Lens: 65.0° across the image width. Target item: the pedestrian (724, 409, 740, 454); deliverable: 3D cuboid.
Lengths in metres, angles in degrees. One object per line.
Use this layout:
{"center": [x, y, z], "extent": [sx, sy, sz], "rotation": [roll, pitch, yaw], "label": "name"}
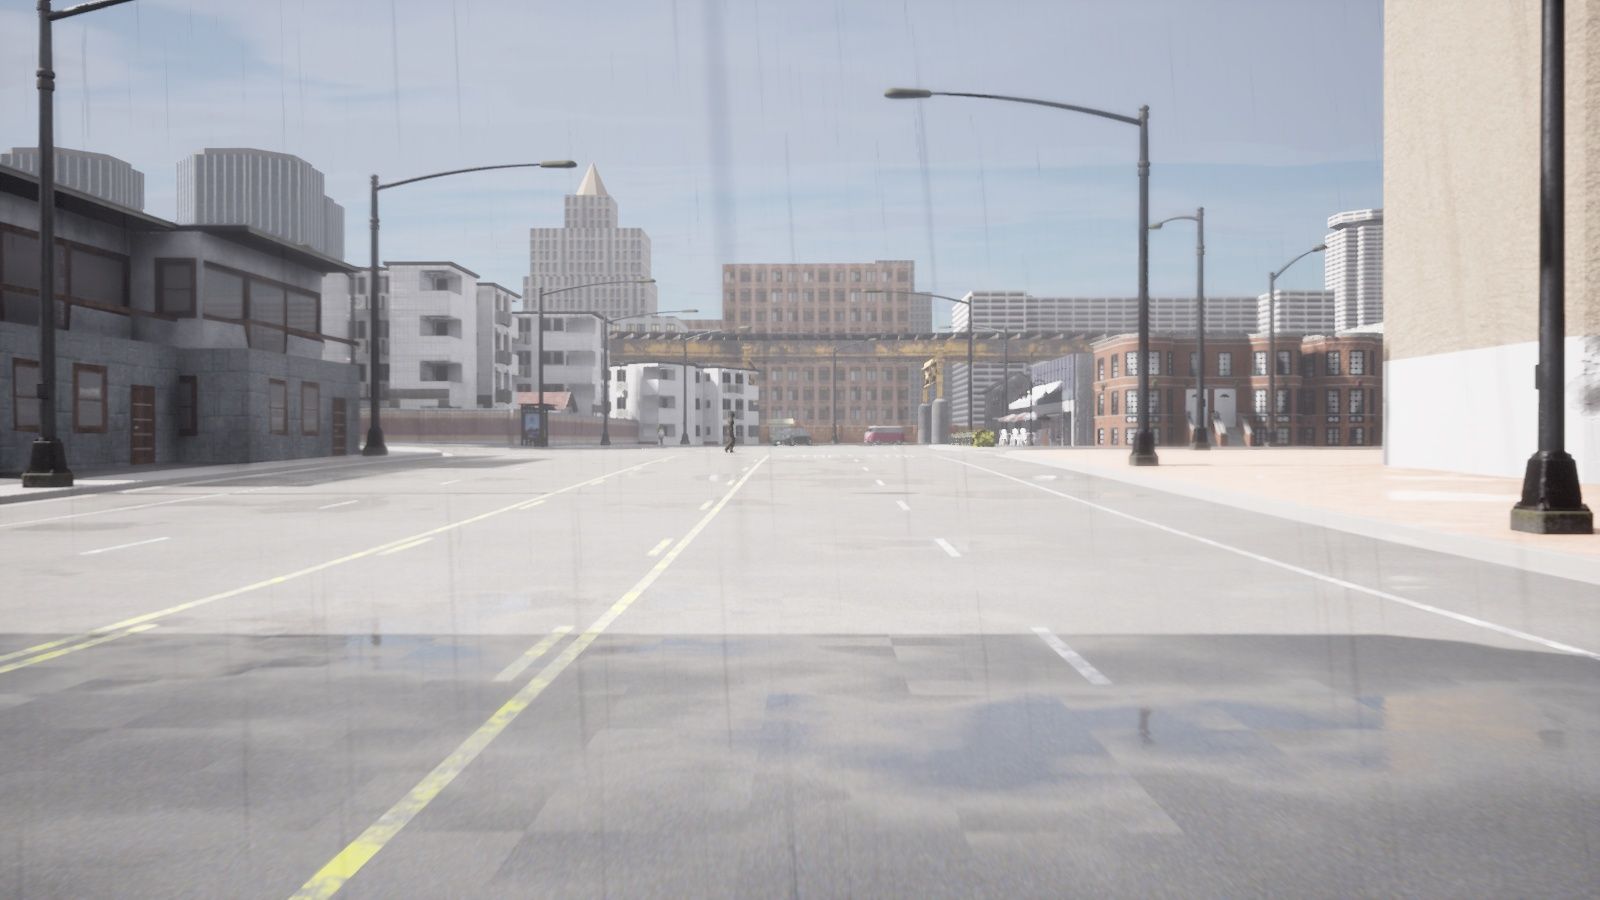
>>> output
{"center": [-2.966, -0.788, 54.452], "extent": [0.692, 1.930, 0.395], "rotation": [0, 0, -3], "label": "pedestrian"}
